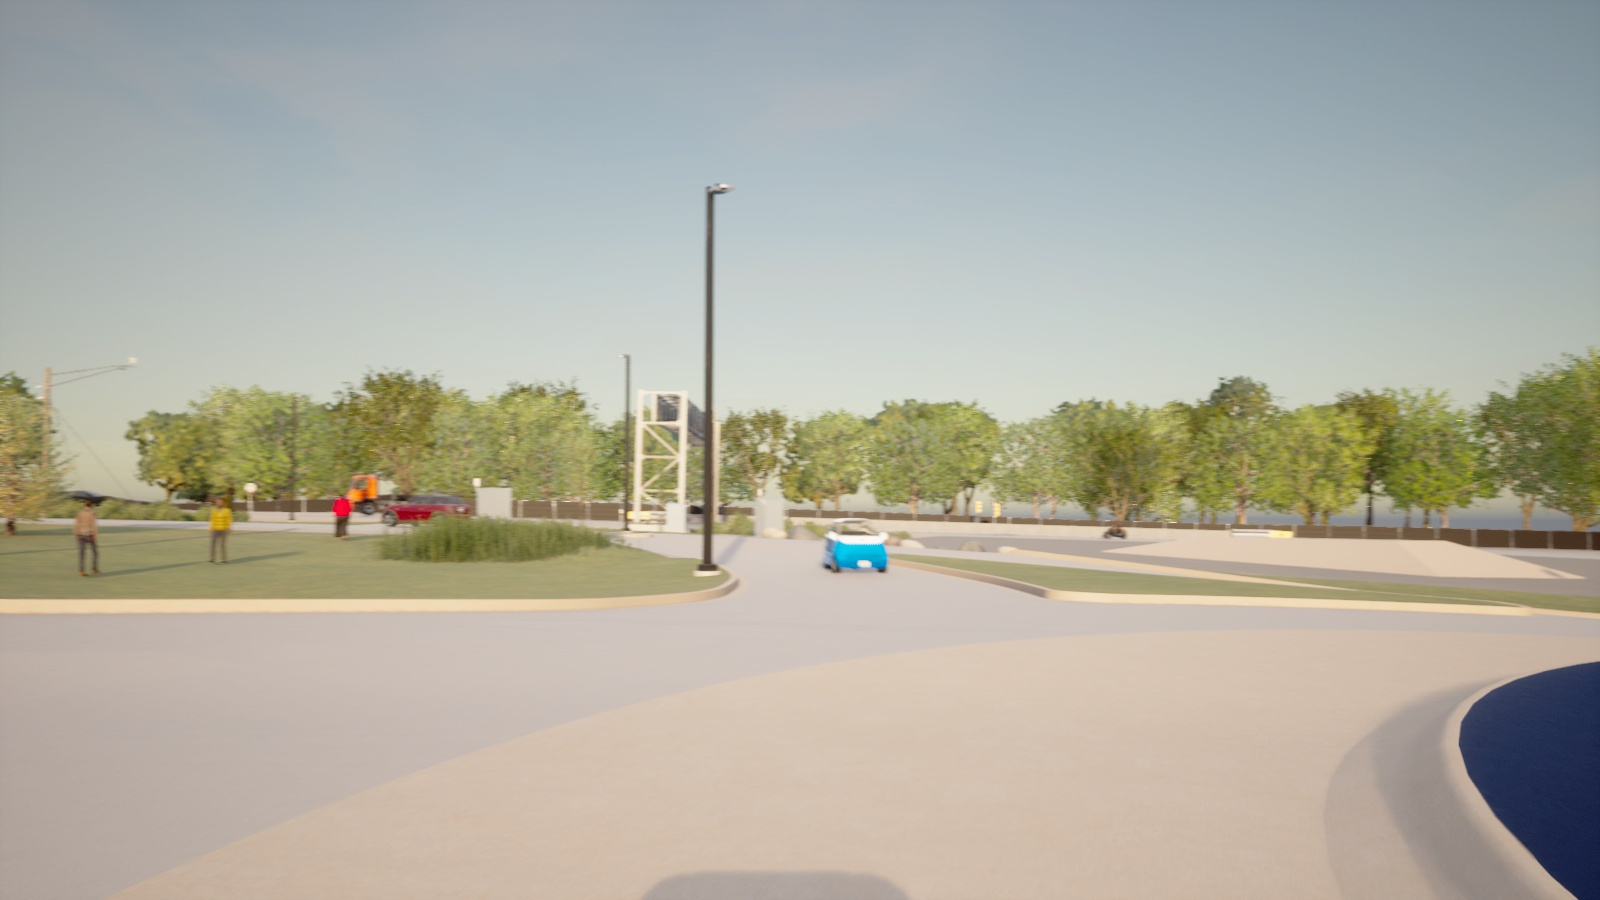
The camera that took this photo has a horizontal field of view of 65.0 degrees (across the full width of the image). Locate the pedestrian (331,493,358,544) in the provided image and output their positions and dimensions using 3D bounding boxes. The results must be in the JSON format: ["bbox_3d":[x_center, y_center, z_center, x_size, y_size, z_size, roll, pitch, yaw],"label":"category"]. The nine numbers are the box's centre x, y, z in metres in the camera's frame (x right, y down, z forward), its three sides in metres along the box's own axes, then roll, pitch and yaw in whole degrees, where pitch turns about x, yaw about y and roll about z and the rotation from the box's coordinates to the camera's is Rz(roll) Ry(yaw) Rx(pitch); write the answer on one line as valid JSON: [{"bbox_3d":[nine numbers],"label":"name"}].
[{"bbox_3d":[-16.572,2.501,45.705,0.634,1.844,0.899,2,-4,-39],"label":"pedestrian"}]

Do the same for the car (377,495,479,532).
[{"bbox_3d":[-18.451,3.147,62.359,4.553,1.767,2.097,-1,-3,24],"label":"car"}]

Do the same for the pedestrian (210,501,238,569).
[{"bbox_3d":[-15.716,2.320,34.290,0.431,1.840,0.709,0,-3,-3],"label":"pedestrian"}]

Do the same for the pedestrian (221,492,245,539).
[{"bbox_3d":[-22.197,2.567,49.148,0.709,1.840,0.431,0,-3,1],"label":"pedestrian"}]

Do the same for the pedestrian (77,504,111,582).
[{"bbox_3d":[-16.614,2.180,29.564,0.328,1.805,0.869,0,-3,-3],"label":"pedestrian"}]

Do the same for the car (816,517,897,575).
[{"bbox_3d":[1.420,2.409,31.983,1.481,1.376,2.207,1,-2,-14],"label":"car"}]
